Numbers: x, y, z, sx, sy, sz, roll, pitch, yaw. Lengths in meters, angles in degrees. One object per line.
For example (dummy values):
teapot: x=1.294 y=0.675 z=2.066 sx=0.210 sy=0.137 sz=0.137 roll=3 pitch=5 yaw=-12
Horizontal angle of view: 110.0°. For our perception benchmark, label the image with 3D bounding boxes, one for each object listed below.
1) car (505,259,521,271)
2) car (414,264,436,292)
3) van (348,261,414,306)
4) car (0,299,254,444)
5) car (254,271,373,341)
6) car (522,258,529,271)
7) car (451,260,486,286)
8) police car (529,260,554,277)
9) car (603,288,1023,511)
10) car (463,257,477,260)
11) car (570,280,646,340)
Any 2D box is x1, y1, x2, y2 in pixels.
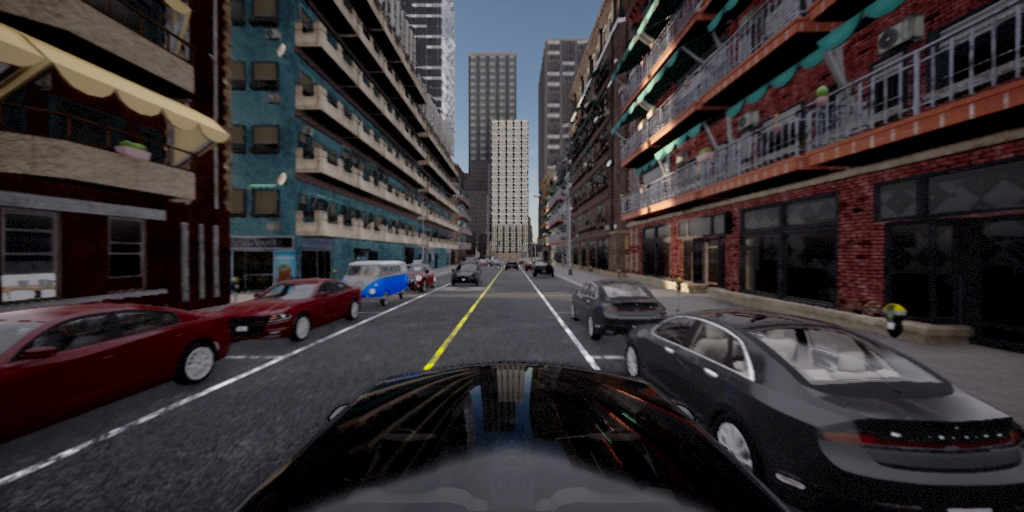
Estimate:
car: x=0.001 y=1.272 z=50.413 sx=1.837 sy=1.490 sz=4.892 roll=0 pitch=0 yaw=0
car: x=-5.699 y=1.193 z=20.866 sx=1.967 sy=1.591 sz=4.097 roll=0 pitch=0 yaw=0
van: x=-5.697 y=1.093 z=15.342 sx=1.690 sy=1.789 sz=3.998 roll=0 pitch=0 yaw=0
car: x=-5.693 y=1.295 z=4.295 sx=1.888 sy=1.381 sz=4.507 roll=0 pitch=0 yaw=0
car: x=-5.695 y=1.296 z=9.819 sx=1.888 sy=1.381 sz=4.507 roll=0 pitch=0 yaw=0
car: x=2.675 y=1.310 z=48.471 sx=1.888 sy=1.381 sz=4.507 roll=0 pitch=0 yaw=0
car: x=-3.105 y=1.260 z=25.345 sx=1.837 sy=1.490 sz=4.892 roll=0 pitch=0 yaw=0
police car: x=2.990 y=1.184 z=35.339 sx=1.930 sy=1.638 sz=5.238 roll=0 pitch=0 yaw=0
car: x=2.688 y=1.301 z=4.284 sx=2.007 sy=1.370 sz=4.403 roll=0 pitch=0 yaw=0
car: x=-5.707 y=1.079 z=48.482 sx=2.192 sy=1.841 sz=5.009 roll=0 pitch=0 yaw=0
car: x=2.686 y=1.302 z=9.808 sx=2.007 sy=1.370 sz=4.403 roll=0 pitch=0 yaw=0
